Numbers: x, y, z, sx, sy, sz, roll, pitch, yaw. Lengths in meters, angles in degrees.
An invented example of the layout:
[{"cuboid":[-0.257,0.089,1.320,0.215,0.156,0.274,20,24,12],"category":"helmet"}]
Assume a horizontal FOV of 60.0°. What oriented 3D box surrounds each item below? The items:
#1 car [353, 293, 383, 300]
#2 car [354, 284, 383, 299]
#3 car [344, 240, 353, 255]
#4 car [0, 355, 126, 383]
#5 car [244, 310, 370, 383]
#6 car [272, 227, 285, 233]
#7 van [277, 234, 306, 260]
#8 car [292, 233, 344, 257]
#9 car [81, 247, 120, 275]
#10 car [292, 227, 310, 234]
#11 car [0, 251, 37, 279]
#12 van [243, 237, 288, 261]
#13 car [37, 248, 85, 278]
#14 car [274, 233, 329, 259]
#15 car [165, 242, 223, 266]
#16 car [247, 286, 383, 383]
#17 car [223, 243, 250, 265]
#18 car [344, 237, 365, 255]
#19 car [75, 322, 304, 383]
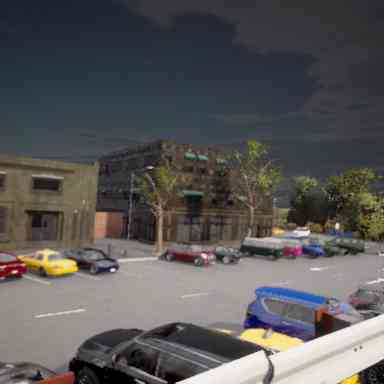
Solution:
[{"cuboid":[6.893,5.172,13.003,4.792,1.488,2.163,3,-2,34],"category":"car"},{"cuboid":[9.352,5.234,14.768,4.553,1.767,2.185,3,-2,34],"category":"car"},{"cuboid":[16.719,6.908,40.886,4.792,1.488,2.163,1,-4,34],"category":"car"},{"cuboid":[-2.870,4.277,5.960,4.892,1.521,2.231,3,-2,34],"category":"car"},{"cuboid":[1.871,4.699,9.567,5.366,1.575,1.946,3,-2,34],"category":"car"},{"cuboid":[17.466,8.059,68.259,1.946,1.575,5.366,1,-3,36],"category":"car"},{"cuboid":[9.417,6.016,35.792,4.442,1.987,1.878,1,-3,34],"category":"van"},{"cuboid":[14.336,6.416,39.167,5.566,2.045,2.435,1,-4,34],"category":"car"},{"cuboid":[-7.241,4.788,23.643,4.792,1.488,2.163,1,-4,34],"category":"car"},{"cuboid":[20.756,7.790,63.128,2.435,2.045,5.566,2,-2,36],"category":"car"},{"cuboid":[-12.055,4.333,20.210,5.008,1.535,2.097,1,-3,34],"category":"car"},{"cuboid":[7.021,5.804,34.069,4.442,1.987,1.878,1,-3,34],"category":"van"},{"cuboid":[-9.819,4.539,22.027,5.366,1.575,1.946,1,-3,34],"category":"car"},{"cuboid":[11.939,6.204,37.444,5.566,2.045,2.435,1,-4,34],"category":"car"},{"cuboid":[-0.097,5.269,28.849,4.553,1.767,2.185,1,-4,34],"category":"car"},{"cuboid":[4.514,4.677,11.217,5.566,2.045,2.435,3,-2,34],"category":"car"},{"cuboid":[2.322,5.609,30.551,4.892,1.521,2.231,1,-3,34],"category":"car"},{"cuboid":[19.074,6.837,42.631,5.566,2.045,2.435,1,-3,34],"category":"car"},{"cuboid":[-0.429,4.241,7.734,5.566,2.045,2.435,3,-2,34],"category":"car"}]
